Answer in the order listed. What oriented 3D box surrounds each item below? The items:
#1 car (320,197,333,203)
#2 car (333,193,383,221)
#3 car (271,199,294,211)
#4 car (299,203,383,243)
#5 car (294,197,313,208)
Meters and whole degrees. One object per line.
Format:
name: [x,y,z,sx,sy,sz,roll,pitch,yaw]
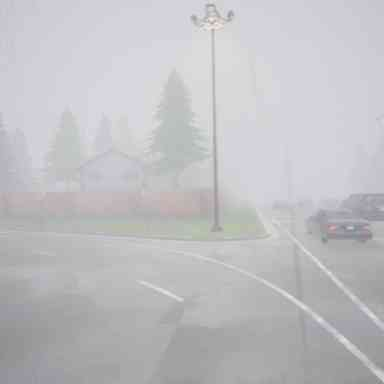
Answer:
car: [18.307,1.321,44.105,1.994,1.385,4.181,-1,0,9]
car: [11.063,1.061,21.195,2.150,2.045,5.566,-1,0,9]
car: [10.439,1.498,39.264,1.895,1.301,4.718,-1,0,9]
car: [6.610,1.459,15.520,2.033,1.411,5.357,-1,0,9]
car: [14.749,1.351,44.028,1.812,1.442,4.674,-1,0,9]
